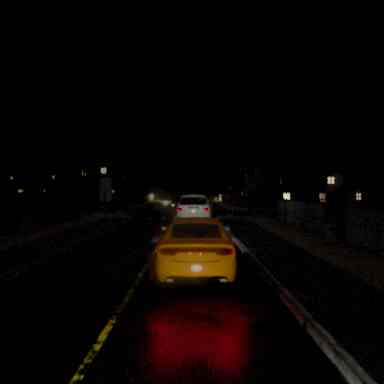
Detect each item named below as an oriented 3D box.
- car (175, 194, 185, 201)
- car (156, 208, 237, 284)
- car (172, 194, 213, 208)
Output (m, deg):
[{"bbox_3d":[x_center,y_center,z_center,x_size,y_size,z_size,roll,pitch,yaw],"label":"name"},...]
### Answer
[{"bbox_3d":[-2.720,1.290,76.934,2.033,1.411,5.357,0,0,0],"label":"car"},{"bbox_3d":[0.102,1.446,9.504,1.882,1.535,5.008,0,0,0],"label":"car"},{"bbox_3d":[0.193,1.151,21.890,2.150,2.045,5.566,0,0,3],"label":"car"}]
